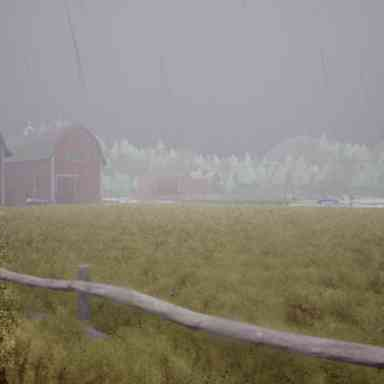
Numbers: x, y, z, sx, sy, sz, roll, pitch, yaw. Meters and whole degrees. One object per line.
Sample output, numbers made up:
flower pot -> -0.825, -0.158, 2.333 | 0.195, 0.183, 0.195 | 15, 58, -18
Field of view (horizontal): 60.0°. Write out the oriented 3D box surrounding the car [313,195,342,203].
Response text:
car -> 30.167, 1.624, 74.227 | 4.611, 1.667, 2.242 | 0, 0, 35

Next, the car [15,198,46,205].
car -> -24.532, 1.677, 50.683 | 1.812, 1.442, 4.674 | 0, 0, 32
